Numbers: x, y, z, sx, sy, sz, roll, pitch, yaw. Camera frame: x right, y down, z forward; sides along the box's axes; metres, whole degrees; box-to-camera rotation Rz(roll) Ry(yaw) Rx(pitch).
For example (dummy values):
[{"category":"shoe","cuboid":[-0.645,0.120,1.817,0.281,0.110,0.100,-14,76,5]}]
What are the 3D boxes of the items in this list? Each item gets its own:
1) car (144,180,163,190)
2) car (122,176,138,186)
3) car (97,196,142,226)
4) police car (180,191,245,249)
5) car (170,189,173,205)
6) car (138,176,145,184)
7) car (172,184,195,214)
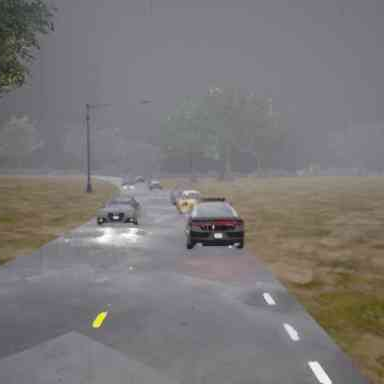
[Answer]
[{"category":"car","cuboid":[-5.515,-1.041,49.222,1.812,1.442,4.674,-1,4,-14]},{"category":"car","cuboid":[-11.513,-1.827,59.642,2.033,1.411,5.357,-1,4,-16]},{"category":"car","cuboid":[-3.743,0.928,17.709,1.994,1.385,4.181,0,3,-5]},{"category":"police car","cuboid":[0.673,1.006,12.563,1.930,1.638,5.238,0,2,-3]},{"category":"car","cuboid":[-0.766,0.121,28.516,2.097,1.767,4.553,-1,3,-7]},{"category":"car","cuboid":[-10.878,-2.509,67.801,1.837,1.490,4.892,-1,5,-20]},{"category":"car","cuboid":[-0.109,0.563,22.708,1.801,1.575,5.366,-2,4,-6]}]
